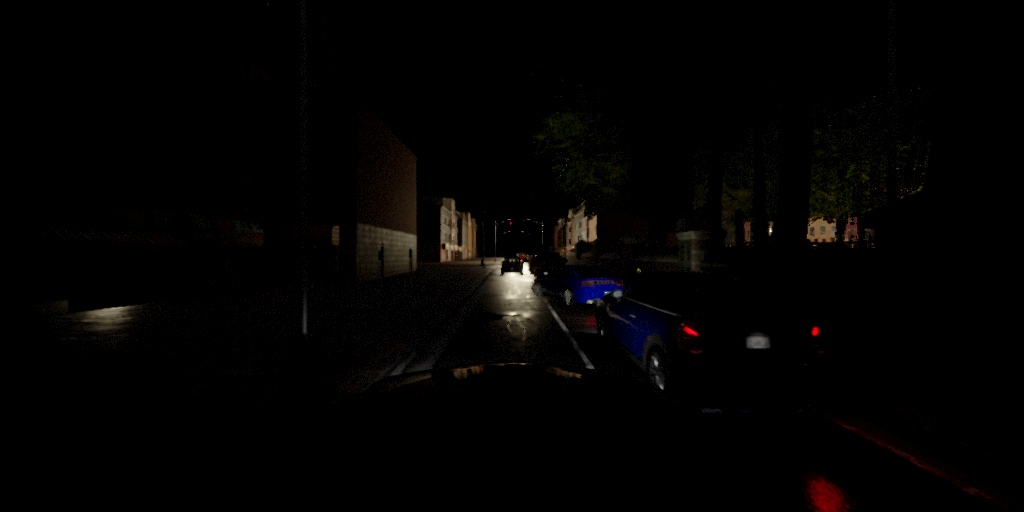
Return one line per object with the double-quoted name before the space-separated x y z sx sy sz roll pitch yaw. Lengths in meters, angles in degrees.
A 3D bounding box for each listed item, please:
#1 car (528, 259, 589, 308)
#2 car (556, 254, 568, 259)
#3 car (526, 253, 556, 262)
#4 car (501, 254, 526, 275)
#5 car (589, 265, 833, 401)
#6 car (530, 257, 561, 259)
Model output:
"car" 2.472 1.053 14.375 1.882 1.535 5.008 0 1 -17
"car" 5.597 0.535 44.880 4.553 1.767 2.097 0 0 -15
"car" 2.604 0.633 34.383 2.192 1.841 5.009 0 0 0
"car" 0.028 0.831 31.598 1.882 1.535 5.008 0 1 0
"car" 2.983 1.036 6.477 2.097 1.767 4.553 0 1 0
"car" 2.610 0.968 28.935 1.802 1.307 4.207 0 0 0
